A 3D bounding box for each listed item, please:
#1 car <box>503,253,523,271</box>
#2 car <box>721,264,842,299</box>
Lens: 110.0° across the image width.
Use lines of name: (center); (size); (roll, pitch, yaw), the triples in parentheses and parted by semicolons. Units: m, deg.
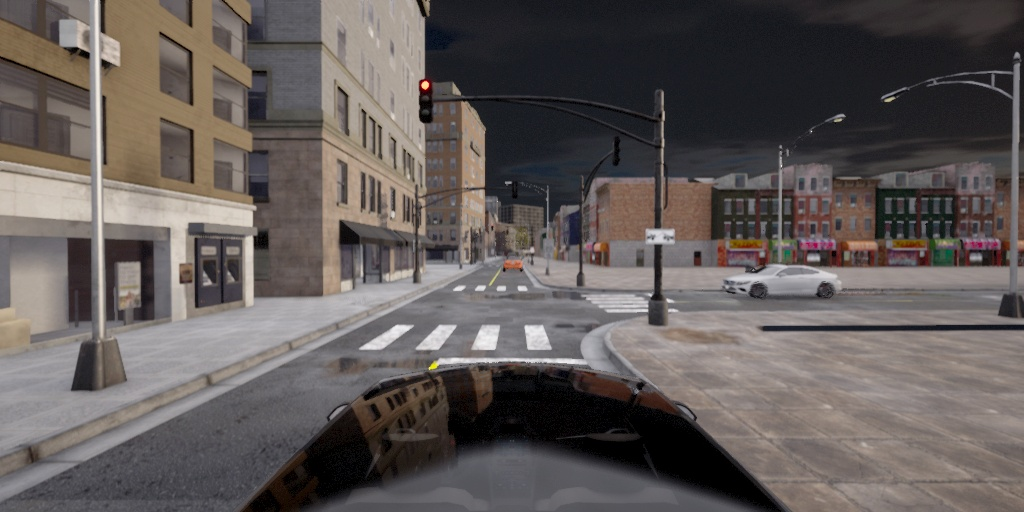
car: (0.089, 0.748, 40.505); (2.097, 1.767, 4.553); (0, 1, 0)
car: (11.912, 1.090, 15.964); (4.674, 1.442, 1.812); (0, 1, 0)
